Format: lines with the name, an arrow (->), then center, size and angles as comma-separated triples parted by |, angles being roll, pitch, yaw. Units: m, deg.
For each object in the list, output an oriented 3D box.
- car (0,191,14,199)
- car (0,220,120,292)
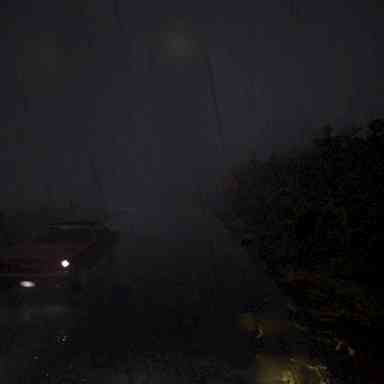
car -> -37.799, 0.495, 64.197 | 4.611, 1.667, 2.242 | 0, 1, -1
car -> -3.293, 1.488, 8.809 | 1.895, 1.301, 4.718 | 0, 1, -1
